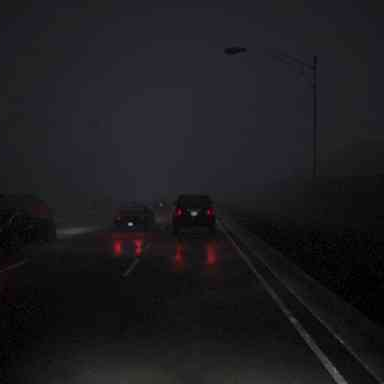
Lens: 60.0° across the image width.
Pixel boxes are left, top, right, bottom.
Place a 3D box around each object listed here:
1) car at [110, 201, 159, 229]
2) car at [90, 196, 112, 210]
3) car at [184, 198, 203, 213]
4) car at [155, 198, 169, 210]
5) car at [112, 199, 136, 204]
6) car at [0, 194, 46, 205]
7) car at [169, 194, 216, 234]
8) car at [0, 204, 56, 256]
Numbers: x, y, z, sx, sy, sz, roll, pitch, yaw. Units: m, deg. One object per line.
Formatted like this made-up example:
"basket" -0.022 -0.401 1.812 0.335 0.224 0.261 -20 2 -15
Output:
"car" -3.391 1.478 20.605 1.895 1.301 4.718 0 0 0
"car" -10.338 1.249 38.583 1.882 1.535 5.008 0 0 0
"car" 0.169 1.389 35.655 1.895 1.301 4.718 0 0 0
"car" -3.337 1.339 37.847 1.994 1.385 4.181 0 0 0
"car" -6.831 1.389 35.667 1.895 1.301 4.718 0 0 0
"car" -10.392 1.103 20.144 2.150 2.045 5.566 0 0 0
"car" 0.104 1.111 18.489 2.150 2.045 5.566 0 0 0
"car" -6.899 1.416 12.709 2.128 1.511 4.902 0 0 0
